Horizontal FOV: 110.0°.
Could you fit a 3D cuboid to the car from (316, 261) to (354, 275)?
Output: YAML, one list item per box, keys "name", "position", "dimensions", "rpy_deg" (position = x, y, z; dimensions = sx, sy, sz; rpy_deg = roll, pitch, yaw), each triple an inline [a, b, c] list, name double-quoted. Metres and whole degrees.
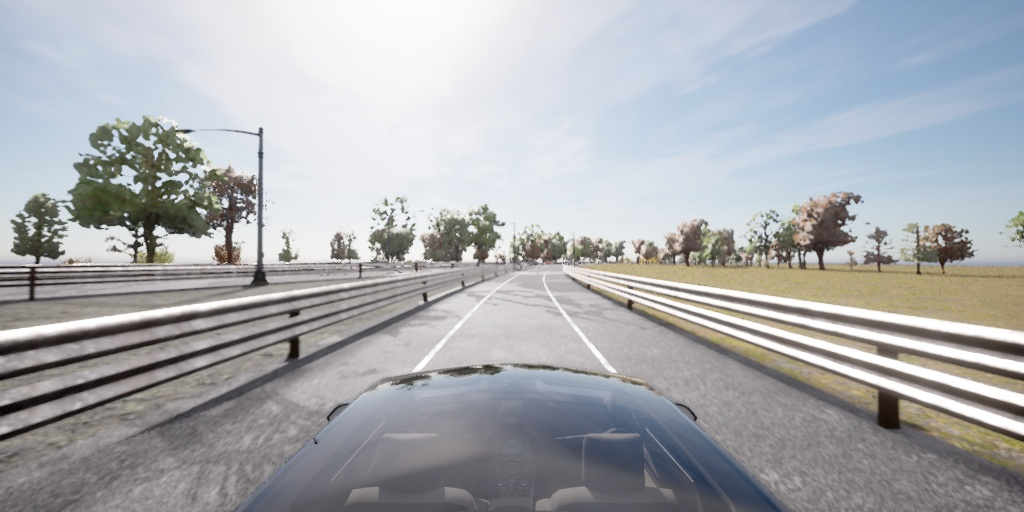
- name: "car"
  position: [-20.819, 1.385, 42.512]
  dimensions: [1.837, 1.490, 4.892]
  rpy_deg: [0, -1, 15]

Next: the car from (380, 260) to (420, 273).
- name: "car"
  position: [-15.258, 1.520, 49.212]
  dimensions: [2.033, 1.411, 5.357]
  rpy_deg: [0, -1, 16]

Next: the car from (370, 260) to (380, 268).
- name: "car"
  position: [-20.302, 1.454, 56.829]
  dimensions: [2.097, 1.767, 4.553]
  rpy_deg: [0, -1, 16]

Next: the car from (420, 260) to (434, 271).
- name: "car"
  position: [-15.206, 1.515, 61.551]
  dimensions: [2.097, 1.767, 4.553]
  rpy_deg: [0, -1, 17]
